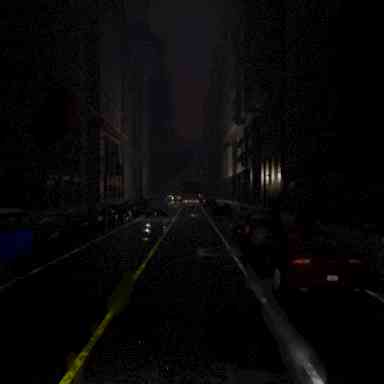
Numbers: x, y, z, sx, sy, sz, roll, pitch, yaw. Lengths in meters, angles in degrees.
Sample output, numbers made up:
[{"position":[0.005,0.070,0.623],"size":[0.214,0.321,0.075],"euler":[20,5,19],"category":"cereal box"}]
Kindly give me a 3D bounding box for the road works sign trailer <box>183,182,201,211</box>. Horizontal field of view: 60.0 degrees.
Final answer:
[{"position":[-0.015,0.540,42.838],"size":[2.380,3.560,2.880],"euler":[0,0,0],"category":"road works sign trailer"}]

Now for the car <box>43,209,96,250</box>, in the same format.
[{"position":[-5.765,1.607,14.360],"size":[1.802,1.307,4.206],"euler":[0,0,0],"category":"car"}]

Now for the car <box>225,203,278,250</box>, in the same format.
[{"position":[2.761,1.465,14.374],"size":[1.967,1.590,4.097],"euler":[0,0,0],"category":"car"}]

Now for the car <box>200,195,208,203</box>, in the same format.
[{"position":[2.747,1.663,53.588],"size":[1.947,1.339,4.313],"euler":[0,0,0],"category":"car"}]

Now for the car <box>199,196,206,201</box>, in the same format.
[{"position":[2.735,1.701,87.370],"size":[1.752,1.417,4.829],"euler":[0,0,0],"category":"car"}]

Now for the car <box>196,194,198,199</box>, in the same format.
[{"position":[2.740,1.463,75.997],"size":[2.192,1.841,5.009],"euler":[0,0,0],"category":"car"}]

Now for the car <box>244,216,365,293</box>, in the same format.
[{"position":[2.763,1.560,8.772],"size":[1.887,1.381,4.507],"euler":[0,0,0],"category":"car"}]

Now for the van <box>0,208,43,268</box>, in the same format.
[{"position":[-5.762,1.357,8.759],"size":[1.690,1.788,3.998],"euler":[0,0,0],"category":"van"}]

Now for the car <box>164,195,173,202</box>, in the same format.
[{"position":[-5.788,1.602,81.581],"size":[1.967,1.590,4.097],"euler":[0,0,0],"category":"car"}]

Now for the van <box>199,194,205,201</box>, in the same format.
[{"position":[2.734,1.531,92.803],"size":[1.690,1.788,3.998],"euler":[0,0,0],"category":"van"}]

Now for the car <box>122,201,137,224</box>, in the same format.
[{"position":[-5.768,1.611,25.564],"size":[1.947,1.339,4.313],"euler":[0,0,0],"category":"car"}]

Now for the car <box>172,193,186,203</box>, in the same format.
[{"position":[-3.025,1.632,72.091],"size":[2.128,1.511,4.902],"euler":[0,0,0],"category":"car"}]

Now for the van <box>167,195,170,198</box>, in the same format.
[{"position":[-5.781,1.462,64.776],"size":[1.690,1.788,3.998],"euler":[0,0,0],"category":"van"}]

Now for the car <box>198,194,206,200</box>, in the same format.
[{"position":[2.743,1.561,64.793],"size":[1.967,1.590,4.097],"euler":[0,0,0],"category":"car"}]

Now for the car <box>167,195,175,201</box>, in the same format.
[{"position":[-5.792,1.630,92.785],"size":[1.967,1.590,4.097],"euler":[0,0,0],"category":"car"}]

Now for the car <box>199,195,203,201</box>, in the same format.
[{"position":[2.745,1.660,59.190],"size":[2.008,1.369,4.403],"euler":[0,0,0],"category":"car"}]

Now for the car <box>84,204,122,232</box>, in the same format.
[{"position":[-5.766,1.475,19.962],"size":[1.967,1.590,4.097],"euler":[0,0,0],"category":"car"}]

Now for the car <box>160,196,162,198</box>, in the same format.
[{"position":[-5.776,1.667,47.970],"size":[1.802,1.307,4.206],"euler":[0,0,0],"category":"car"}]

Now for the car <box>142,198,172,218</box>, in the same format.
[{"position":[-3.108,1.579,30.528],"size":[1.812,1.442,4.674],"euler":[0,0,0],"category":"car"}]

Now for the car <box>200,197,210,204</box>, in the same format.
[{"position":[2.741,1.716,70.394],"size":[1.802,1.307,4.206],"euler":[0,0,0],"category":"car"}]

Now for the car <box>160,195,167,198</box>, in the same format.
[{"position":[-5.777,1.412,53.573],"size":[2.192,1.841,5.009],"euler":[0,0,0],"category":"car"}]

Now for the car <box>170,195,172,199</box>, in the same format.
[{"position":[-5.784,1.659,70.207],"size":[1.752,1.417,4.829],"euler":[0,0,0],"category":"car"}]

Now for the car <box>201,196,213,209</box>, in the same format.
[{"position":[2.749,1.651,47.987],"size":[1.947,1.339,4.313],"euler":[0,0,0],"category":"car"}]

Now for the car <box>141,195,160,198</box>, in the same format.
[{"position":[-5.773,1.390,42.370],"size":[2.192,1.841,5.009],"euler":[0,0,0],"category":"car"}]

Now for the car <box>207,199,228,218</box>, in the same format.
[{"position":[2.755,1.599,31.180],"size":[1.887,1.381,4.507],"euler":[0,0,0],"category":"car"}]

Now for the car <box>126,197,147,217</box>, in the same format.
[{"position":[-5.770,1.495,31.166],"size":[1.967,1.590,4.097],"euler":[0,0,0],"category":"car"}]
